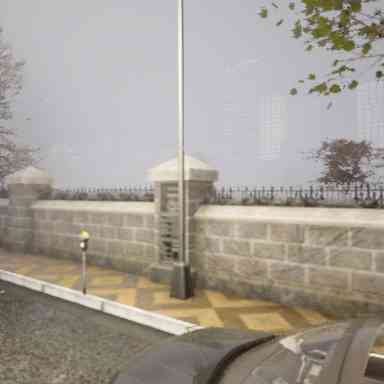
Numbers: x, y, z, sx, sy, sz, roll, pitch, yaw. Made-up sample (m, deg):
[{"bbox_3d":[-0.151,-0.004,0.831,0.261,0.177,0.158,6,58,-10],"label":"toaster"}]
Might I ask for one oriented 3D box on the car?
[{"bbox_3d":[1.253,1.551,1.987,4.403,1.369,2.008,0,0,36],"label":"car"}]
